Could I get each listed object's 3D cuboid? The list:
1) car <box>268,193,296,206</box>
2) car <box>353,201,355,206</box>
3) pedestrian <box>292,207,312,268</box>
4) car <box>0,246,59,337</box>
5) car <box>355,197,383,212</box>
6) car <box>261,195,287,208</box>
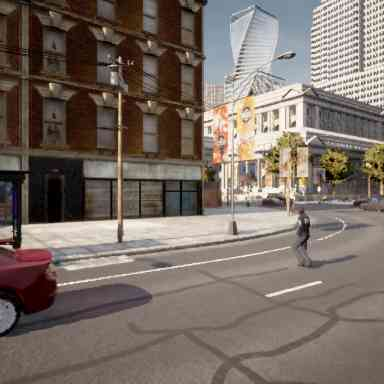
[{"bbox_3d":[14.341,1.221,53.729,2.150,2.045,5.566,0,0,-24],"label":"car"},{"bbox_3d":[26.433,1.520,50.039,2.002,1.452,4.674,0,0,-16],"label":"car"},{"bbox_3d":[3.265,1.294,9.909,0.375,1.860,0.375,0,0,-38],"label":"pedestrian"},{"bbox_3d":[-4.694,1.477,4.977,5.008,1.535,1.882,0,0,-36],"label":"car"},{"bbox_3d":[21.629,1.547,38.383,2.033,1.411,5.357,0,0,-3],"label":"car"},{"bbox_3d":[12.100,1.526,49.738,1.812,1.442,4.674,0,0,-20],"label":"car"}]
